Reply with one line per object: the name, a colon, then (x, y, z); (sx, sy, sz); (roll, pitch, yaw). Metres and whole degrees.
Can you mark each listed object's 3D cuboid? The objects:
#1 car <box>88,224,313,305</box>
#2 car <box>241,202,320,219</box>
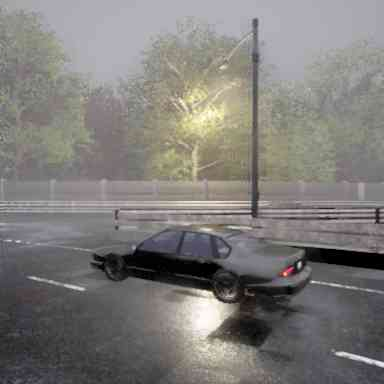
car: (-0.006, 1.504, 7.973); (5.357, 1.411, 2.033); (0, 0, 31)
car: (5.670, 1.413, 21.474); (5.008, 1.535, 1.882); (-1, 0, -7)
